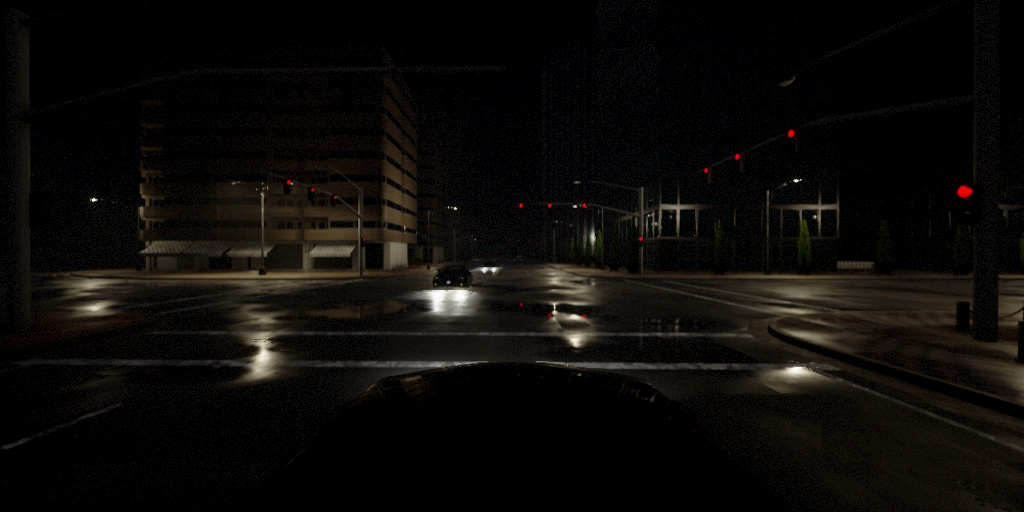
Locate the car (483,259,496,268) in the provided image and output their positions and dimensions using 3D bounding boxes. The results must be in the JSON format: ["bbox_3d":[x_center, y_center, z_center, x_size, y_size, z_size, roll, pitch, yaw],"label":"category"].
[{"bbox_3d":[-3.511,1.152,56.184,1.895,1.301,4.718,0,0,0],"label":"car"}]

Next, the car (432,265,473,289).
[{"bbox_3d":[-3.506,1.238,21.787,1.994,1.385,4.181,0,0,0],"label":"car"}]
